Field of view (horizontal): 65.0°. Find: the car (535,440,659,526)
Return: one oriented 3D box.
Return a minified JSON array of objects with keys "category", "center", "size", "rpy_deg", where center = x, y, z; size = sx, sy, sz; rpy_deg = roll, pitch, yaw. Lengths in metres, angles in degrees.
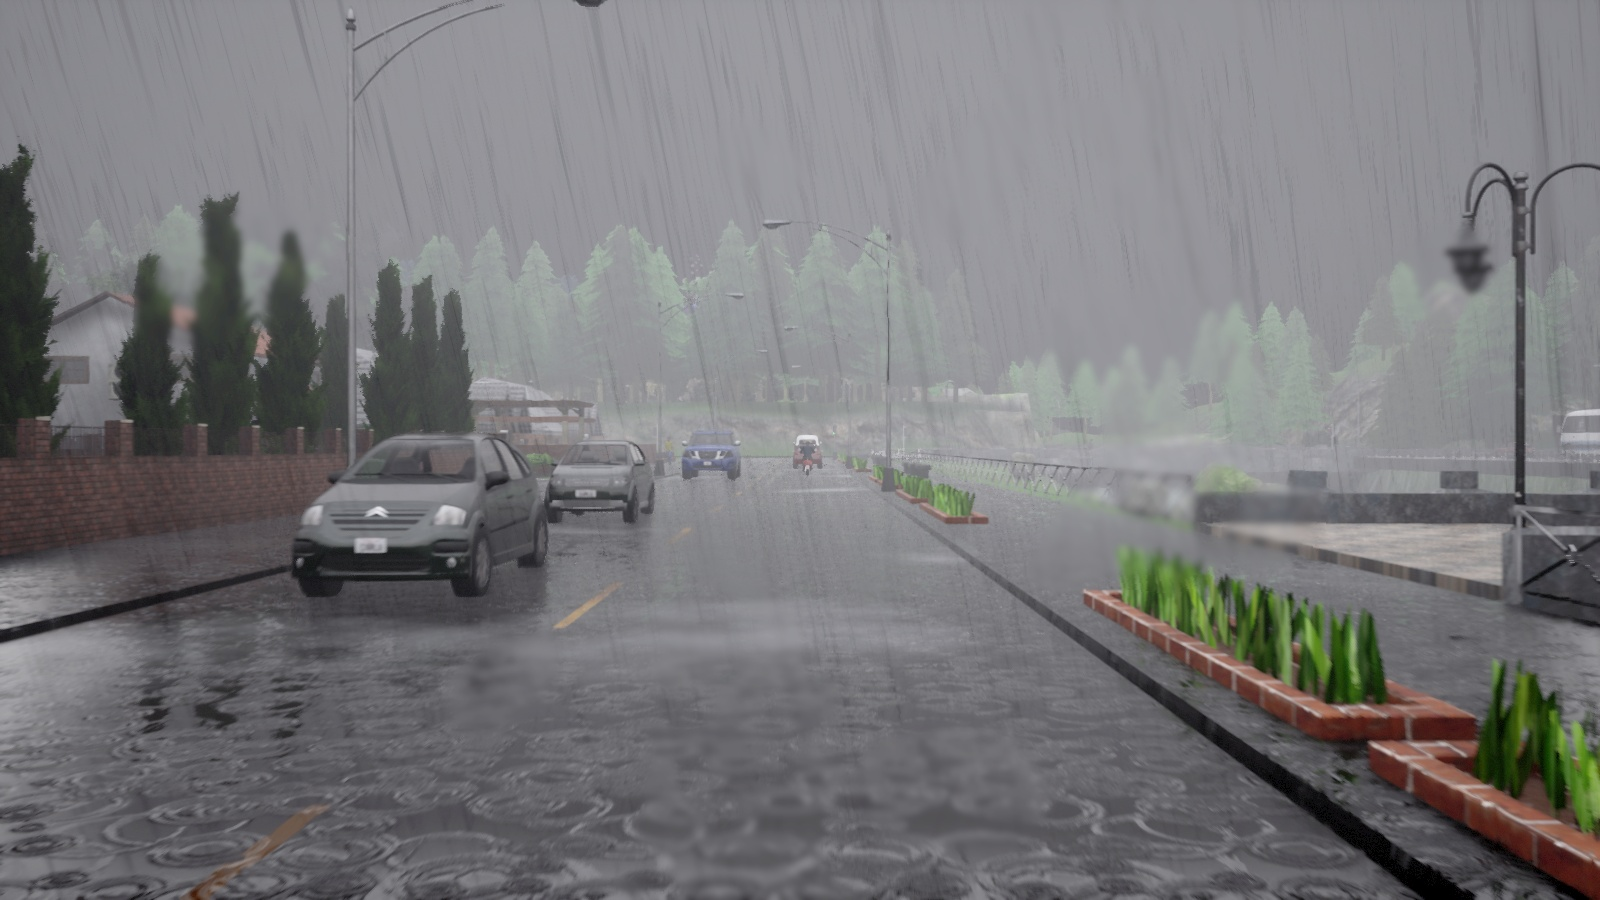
[{"category":"car","center":[-3.845,0.585,24.359],"size":[1.789,1.549,3.705],"rpy_deg":[0,0,0]}]

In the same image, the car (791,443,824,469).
[{"category":"car","center":[0.437,0.348,73.291],"size":[1.845,1.501,3.633],"rpy_deg":[0,0,0]}]

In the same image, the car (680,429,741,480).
[{"category":"car","center":[-3.682,0.166,52.671],"size":[2.150,2.045,5.566],"rpy_deg":[0,0,0]}]

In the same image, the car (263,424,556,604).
[{"category":"car","center":[-3.908,0.566,13.312],"size":[1.851,1.617,3.988],"rpy_deg":[0,0,0]}]

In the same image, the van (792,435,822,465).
[{"category":"van","center":[0.527,-0.030,88.862],"size":[2.069,2.038,4.480],"rpy_deg":[0,0,0]}]
